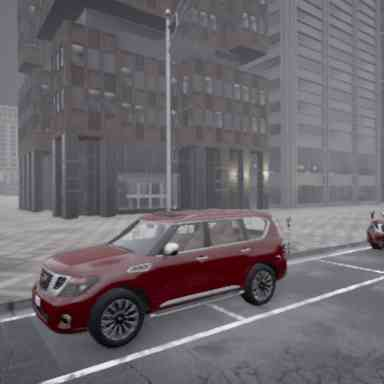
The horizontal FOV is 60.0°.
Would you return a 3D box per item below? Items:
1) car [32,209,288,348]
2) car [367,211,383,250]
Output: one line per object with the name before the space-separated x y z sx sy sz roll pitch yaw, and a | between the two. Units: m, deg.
car | -0.269 1.307 6.462 5.009 1.841 2.192 0 0 -36
car | 8.915 1.279 13.013 5.009 1.841 2.192 0 0 -36
